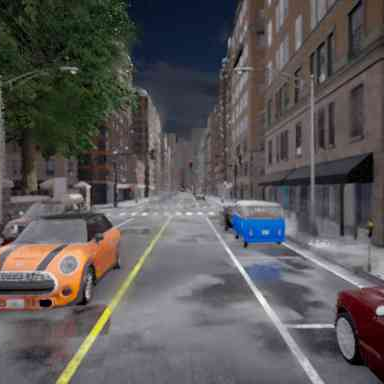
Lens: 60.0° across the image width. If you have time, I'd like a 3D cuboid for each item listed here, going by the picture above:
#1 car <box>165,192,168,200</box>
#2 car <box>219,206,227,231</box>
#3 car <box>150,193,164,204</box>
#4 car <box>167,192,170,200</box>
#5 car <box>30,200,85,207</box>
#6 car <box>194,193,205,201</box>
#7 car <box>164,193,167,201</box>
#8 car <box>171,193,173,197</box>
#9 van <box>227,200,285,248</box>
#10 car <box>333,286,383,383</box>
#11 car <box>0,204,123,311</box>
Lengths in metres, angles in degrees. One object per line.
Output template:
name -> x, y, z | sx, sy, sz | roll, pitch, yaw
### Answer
car -> -6.479, 1.272, 68.657 | 1.887, 1.381, 4.507 | 0, 0, -1
car -> 2.633, 1.473, 19.873 | 1.947, 1.339, 4.313 | 0, 0, -1
car -> -6.346, 1.299, 57.586 | 1.752, 1.417, 4.829 | 0, 0, -1
car -> -6.544, 1.251, 74.107 | 1.887, 1.381, 4.507 | 0, 0, -1
car -> -5.824, 1.285, 14.070 | 2.192, 1.841, 5.009 | 0, 0, -1
car -> 1.978, 1.106, 74.245 | 1.967, 1.590, 4.097 | 0, 0, -1
car -> -6.413, 1.300, 63.206 | 2.008, 1.369, 4.403 | 0, 0, -1
car -> -6.675, 1.216, 85.008 | 2.008, 1.369, 4.403 | 0, 0, -1
van -> 2.700, 1.272, 14.212 | 1.690, 1.788, 3.998 | 0, 0, -1
car -> 2.837, 1.520, 2.893 | 1.887, 1.381, 4.507 | 0, 0, -1
car -> -3.079, 1.335, 7.996 | 2.097, 1.767, 4.553 | 0, 0, -1
